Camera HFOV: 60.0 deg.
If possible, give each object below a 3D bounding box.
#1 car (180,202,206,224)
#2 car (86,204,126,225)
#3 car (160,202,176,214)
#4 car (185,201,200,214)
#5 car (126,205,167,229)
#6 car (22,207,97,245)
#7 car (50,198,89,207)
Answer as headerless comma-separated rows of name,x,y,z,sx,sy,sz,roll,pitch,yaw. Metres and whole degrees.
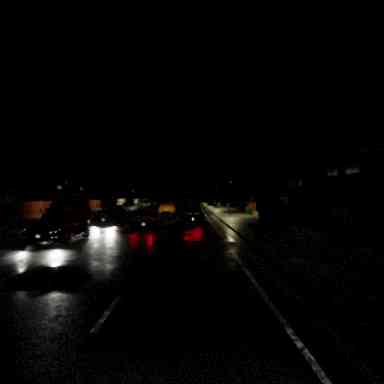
car,0.084,1.826,27.547,1.837,1.490,4.892,0,-1,0
car,-6.559,1.804,27.078,2.128,1.511,4.902,0,0,0
car,-3.153,2.017,43.203,1.882,1.535,5.008,0,-1,0
car,0.099,2.032,44.241,1.882,1.535,5.008,0,-1,0
car,-3.185,1.878,24.115,1.895,1.301,4.718,0,-1,1
car,-6.550,1.691,16.602,1.837,1.490,4.892,0,-1,1
car,-9.814,1.534,26.654,2.150,2.045,5.566,0,-1,0
